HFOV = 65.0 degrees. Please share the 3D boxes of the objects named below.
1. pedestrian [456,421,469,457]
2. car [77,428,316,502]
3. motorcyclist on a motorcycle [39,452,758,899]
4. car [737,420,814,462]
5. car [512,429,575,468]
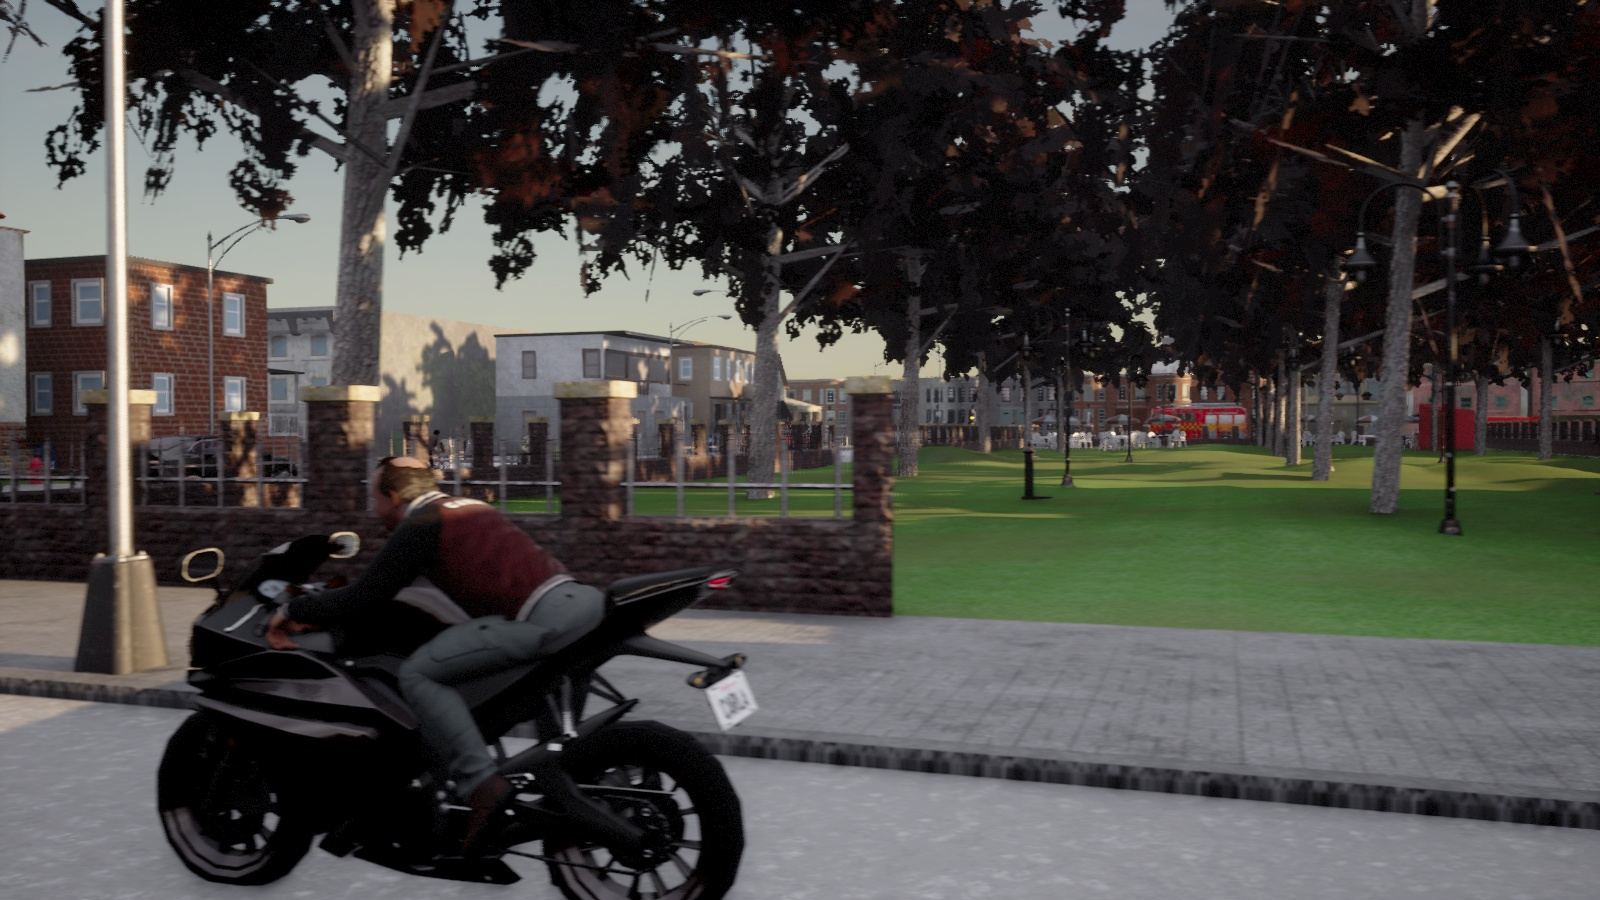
[{"bbox_3d":[-17.342,-0.562,64.517,0.328,1.805,0.869,-1,1,-41],"label":"pedestrian"},{"bbox_3d":[-13.448,0.277,28.400,2.128,1.511,4.902,0,1,17],"label":"car"},{"bbox_3d":[-1.320,0.789,4.220,2.191,1.530,0.866,0,1,17],"label":"motorcyclist on a motorcycle"},{"bbox_3d":[-1.200,-0.495,64.719,2.150,2.045,5.566,1,1,20],"label":"car"},{"bbox_3d":[-10.615,-0.096,51.768,2.007,1.525,4.514,0,1,-19],"label":"car"}]
